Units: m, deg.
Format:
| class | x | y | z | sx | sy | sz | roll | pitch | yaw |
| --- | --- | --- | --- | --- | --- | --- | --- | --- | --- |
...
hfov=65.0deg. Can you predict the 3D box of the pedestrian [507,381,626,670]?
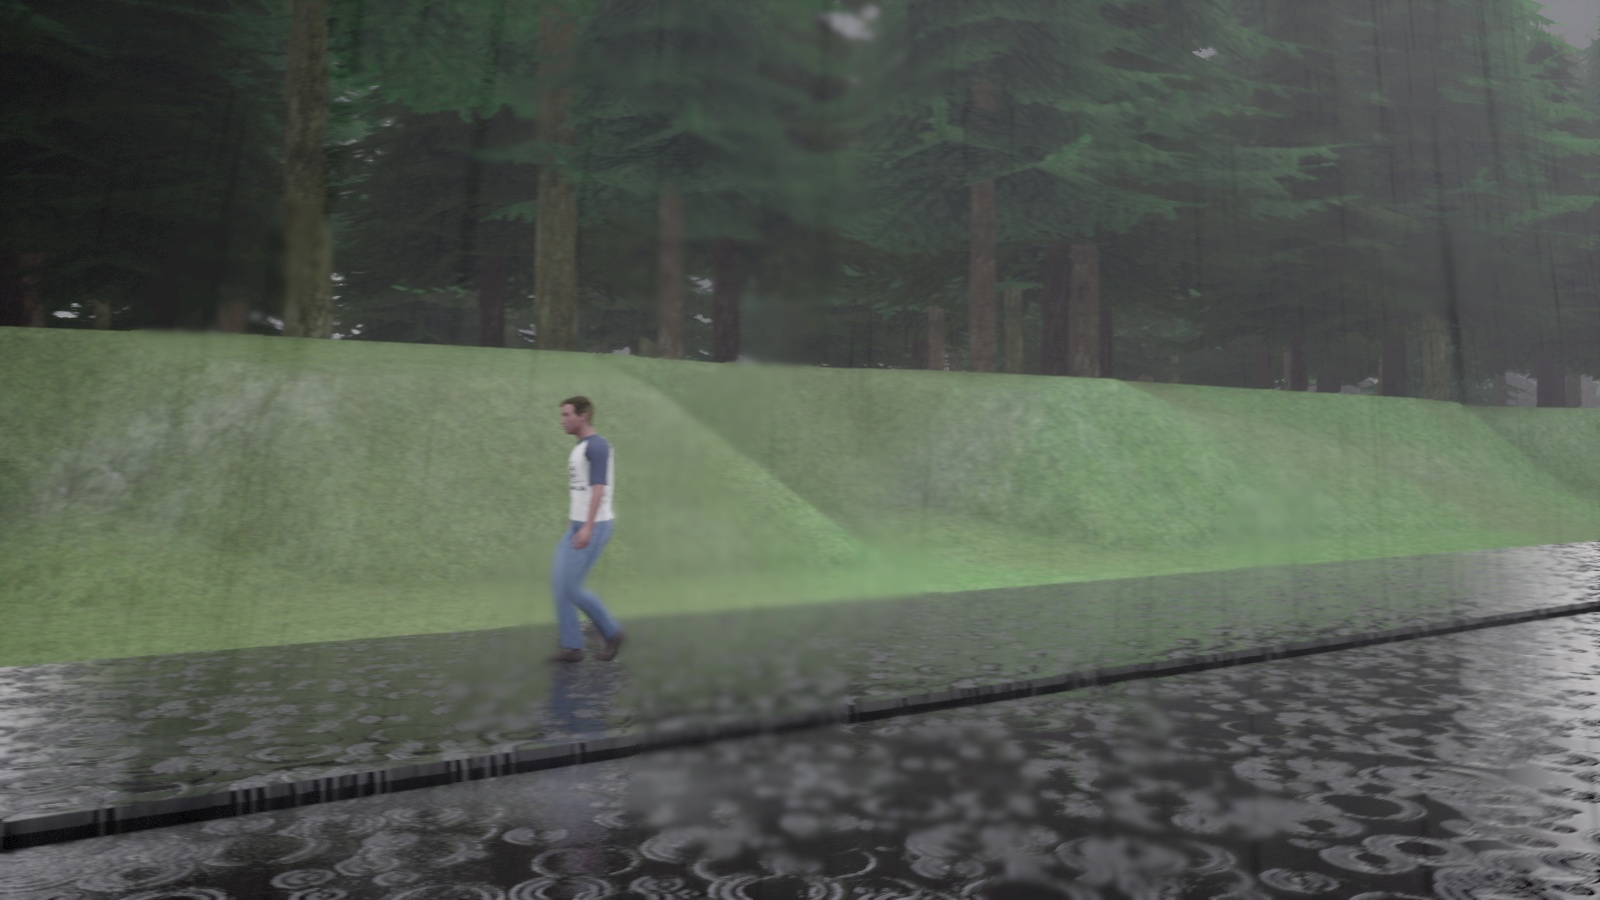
| class | x | y | z | sx | sy | sz | roll | pitch | yaw |
| --- | --- | --- | --- | --- | --- | --- | --- | --- | --- |
| pedestrian | -1.542 | 0.483 | 8.296 | 0.706 | 1.836 | 0.354 | 0 | 0 | -26 |
